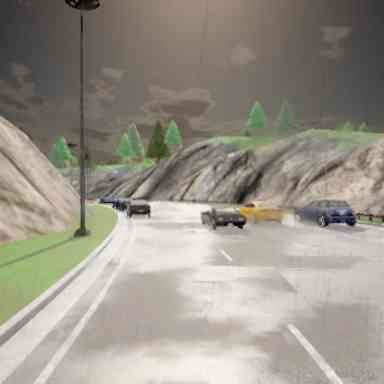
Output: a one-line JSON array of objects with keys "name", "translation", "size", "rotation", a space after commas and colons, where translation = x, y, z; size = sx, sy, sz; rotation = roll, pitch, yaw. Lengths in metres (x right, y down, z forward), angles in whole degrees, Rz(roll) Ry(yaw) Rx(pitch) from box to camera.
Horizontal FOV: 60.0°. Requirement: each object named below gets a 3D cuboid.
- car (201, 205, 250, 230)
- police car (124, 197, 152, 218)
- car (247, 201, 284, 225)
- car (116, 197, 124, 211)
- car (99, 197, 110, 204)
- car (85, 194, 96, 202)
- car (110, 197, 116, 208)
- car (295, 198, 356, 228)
[{"name": "car", "translation": [1.796, 1.548, 20.718], "size": [1.895, 1.301, 4.718], "rotation": [0, 0, -9]}, {"name": "police car", "translation": [-4.875, 1.377, 30.319], "size": [1.930, 1.638, 5.238], "rotation": [0, 0, -14]}, {"name": "car", "translation": [4.783, 1.407, 23.795], "size": [1.882, 1.535, 5.008], "rotation": [0, 0, -10]}, {"name": "car", "translation": [-7.462, 1.448, 39.103], "size": [1.837, 1.490, 4.892], "rotation": [0, 0, -19]}, {"name": "car", "translation": [-15.216, 1.491, 59.701], "size": [1.994, 1.385, 4.181], "rotation": [0, 0, -29]}, {"name": "car", "translation": [-22.090, 1.130, 70.977], "size": [2.097, 1.767, 4.553], "rotation": [0, 0, -33]}, {"name": "car", "translation": [-9.346, 1.416, 44.336], "size": [1.882, 1.535, 5.008], "rotation": [0, 0, -21]}, {"name": "car", "translation": [8.633, 1.270, 21.948], "size": [2.097, 1.767, 4.553], "rotation": [0, 0, -9]}]
